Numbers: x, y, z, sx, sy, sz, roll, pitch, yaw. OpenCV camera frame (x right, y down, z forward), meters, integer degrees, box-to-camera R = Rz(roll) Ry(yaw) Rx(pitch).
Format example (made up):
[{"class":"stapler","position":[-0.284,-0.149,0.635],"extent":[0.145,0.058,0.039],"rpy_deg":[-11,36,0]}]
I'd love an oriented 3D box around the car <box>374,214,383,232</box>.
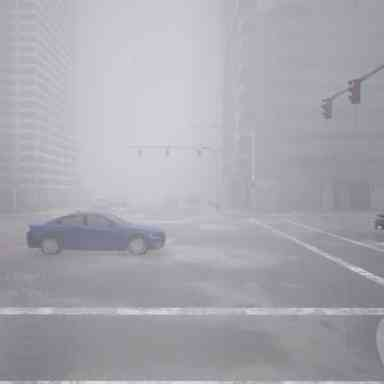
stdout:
[{"class":"car","position":[11.416,1.491,15.961],"extent":[4.902,1.511,2.128],"rpy_deg":[0,0,0]}]

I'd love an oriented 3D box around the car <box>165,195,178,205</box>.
[{"class":"car","position":[-3.451,1.352,56.922],"extent":[2.097,1.767,4.553],"rpy_deg":[0,0,0]}]

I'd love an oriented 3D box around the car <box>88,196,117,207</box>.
[{"class":"car","position":[-10.632,1.505,39.367],"extent":[1.837,1.490,4.892],"rpy_deg":[0,0,0]}]

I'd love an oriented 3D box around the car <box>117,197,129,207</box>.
[{"class":"car","position":[-10.630,1.526,49.627],"extent":[1.812,1.442,4.674],"rpy_deg":[0,0,0]}]

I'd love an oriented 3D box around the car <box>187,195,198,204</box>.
[{"class":"car","position":[0.050,1.352,63.498],"extent":[2.097,1.767,4.553],"rpy_deg":[0,0,0]}]

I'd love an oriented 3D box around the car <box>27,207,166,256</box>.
[{"class":"car","position":[-3.503,1.478,12.528],"extent":[5.008,1.535,1.882],"rpy_deg":[0,0,0]}]
